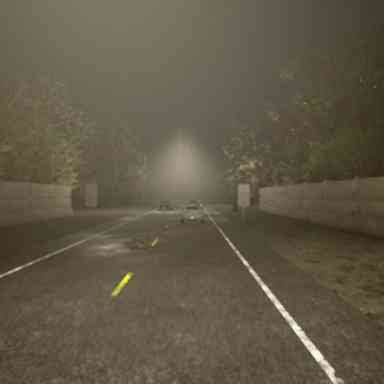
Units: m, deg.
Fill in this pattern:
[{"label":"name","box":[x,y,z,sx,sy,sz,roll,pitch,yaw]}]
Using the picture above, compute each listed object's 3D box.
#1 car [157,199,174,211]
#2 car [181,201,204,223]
[{"label":"car","box":[-3.551,1.797,45.202,1.837,1.490,4.892,0,0,0]},{"label":"car","box":[0.038,1.714,27.297,1.812,1.442,4.674,0,0,0]}]
